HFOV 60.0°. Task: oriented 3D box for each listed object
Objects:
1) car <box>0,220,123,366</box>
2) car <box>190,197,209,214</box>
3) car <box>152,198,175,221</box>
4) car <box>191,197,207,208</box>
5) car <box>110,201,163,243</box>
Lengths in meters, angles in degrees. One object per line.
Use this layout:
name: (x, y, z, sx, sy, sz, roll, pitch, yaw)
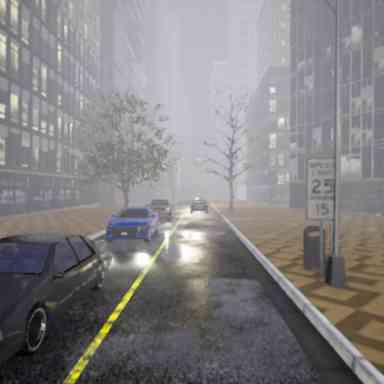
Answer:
car: (-2.987, 1.524, 6.270, 2.033, 1.411, 5.357, 0, 0, 1)
car: (0.778, 1.454, 35.147, 2.128, 1.511, 4.902, 0, 0, 1)
car: (-2.515, 1.306, 26.356, 2.097, 1.767, 4.553, 0, 0, 1)
car: (1.074, 1.450, 47.373, 2.128, 1.511, 4.902, 0, 0, 2)
car: (-2.750, 1.442, 16.262, 1.882, 1.535, 5.008, 0, 0, 1)
